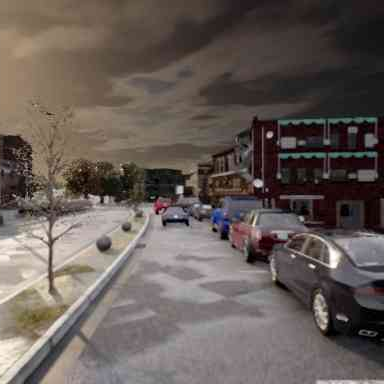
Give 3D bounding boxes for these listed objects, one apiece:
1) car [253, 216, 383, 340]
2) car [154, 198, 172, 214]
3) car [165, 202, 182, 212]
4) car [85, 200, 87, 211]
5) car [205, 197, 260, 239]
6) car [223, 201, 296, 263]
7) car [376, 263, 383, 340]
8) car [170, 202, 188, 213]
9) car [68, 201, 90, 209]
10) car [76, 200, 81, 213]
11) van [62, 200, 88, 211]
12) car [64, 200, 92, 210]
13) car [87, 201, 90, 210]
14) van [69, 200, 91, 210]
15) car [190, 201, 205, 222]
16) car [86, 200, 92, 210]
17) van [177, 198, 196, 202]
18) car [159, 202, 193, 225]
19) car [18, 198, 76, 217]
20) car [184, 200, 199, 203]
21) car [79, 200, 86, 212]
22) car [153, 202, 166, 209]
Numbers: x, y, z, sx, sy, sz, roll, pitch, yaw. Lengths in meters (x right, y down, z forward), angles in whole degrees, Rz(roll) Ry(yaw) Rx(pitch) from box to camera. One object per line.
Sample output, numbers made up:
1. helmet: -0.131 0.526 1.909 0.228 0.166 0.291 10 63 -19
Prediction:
1. car: 2.907 1.482 6.670 2.231 1.521 4.892 0 0 -1
2. car: -3.653 1.797 42.912 2.150 2.045 5.566 0 -2 -9
3. car: -3.176 2.454 56.215 2.097 1.535 5.008 0 -2 -12
4. car: -19.079 2.446 51.088 4.792 1.488 2.163 0 -2 -12
5. car: 2.333 1.298 17.902 2.435 2.045 5.566 0 0 -3
6. car: 2.670 1.379 12.301 2.185 1.767 4.553 0 0 -2
7. car: 3.013 1.517 1.249 2.002 1.452 4.674 0 0 0
8. car: -2.064 2.315 50.838 2.163 1.488 4.792 0 -2 -10
9. car: -25.262 2.988 74.759 4.553 1.767 2.185 0 -1 -16
10. car: -17.403 2.174 42.942 4.792 1.488 2.163 0 -2 -10
11. van: -21.676 2.523 61.695 4.442 1.987 1.878 0 -2 -14
12. car: -23.720 2.722 69.482 5.566 2.045 2.435 0 -2 -16
13. car: -20.254 2.627 56.416 4.674 1.452 2.002 0 -2 -13
14. van: -24.352 2.817 72.156 4.442 1.987 1.878 0 -1 -16
15. car: 1.287 1.747 28.893 2.002 1.452 4.674 0 -1 -6
16. car: -20.712 2.665 59.114 5.366 1.575 1.946 0 -2 -14
17. van: -1.079 1.890 45.477 1.878 1.987 4.442 0 -2 -9
18. car: -1.343 1.741 25.539 1.994 1.385 4.181 0 -1 -6
19. car: -16.492 1.729 37.563 5.566 2.045 2.435 0 -1 -9
20. car: 0.605 1.860 34.393 2.002 1.452 4.674 0 -1 -7
21. car: -18.485 2.329 48.423 4.892 1.521 2.231 0 -2 -11
22. car: -7.028 2.897 71.550 1.895 1.301 4.718 0 -2 -15
